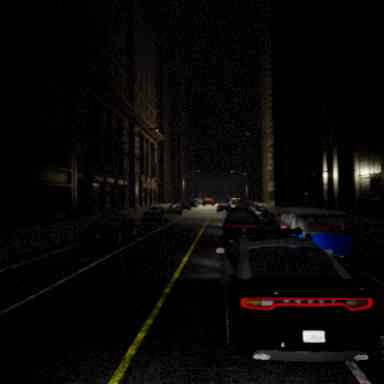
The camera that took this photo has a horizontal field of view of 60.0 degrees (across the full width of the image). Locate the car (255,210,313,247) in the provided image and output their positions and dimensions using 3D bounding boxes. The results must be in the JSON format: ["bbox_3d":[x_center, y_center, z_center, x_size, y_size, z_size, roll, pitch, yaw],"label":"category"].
[{"bbox_3d":[4.373,1.681,16.528,2.008,1.369,4.403,0,-1,5],"label":"car"}]

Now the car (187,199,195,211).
[{"bbox_3d":[-1.052,2.169,50.902,1.802,1.307,4.206,0,-1,5],"label":"car"}]

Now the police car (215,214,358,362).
[{"bbox_3d":[1.517,1.480,6.403,1.930,1.638,5.238,-1,-1,3],"label":"police car"}]

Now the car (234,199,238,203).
[{"bbox_3d":[6.928,1.948,44.534,1.887,1.381,4.507,0,-1,5],"label":"car"}]

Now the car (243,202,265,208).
[{"bbox_3d":[5.395,1.793,27.730,2.008,1.369,4.403,0,-1,5],"label":"car"}]

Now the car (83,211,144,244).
[{"bbox_3d":[-4.117,1.807,17.296,1.887,1.381,4.507,0,-1,5],"label":"car"}]

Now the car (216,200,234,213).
[{"bbox_3d":[4.130,2.028,42.918,1.895,1.301,4.718,-1,-1,6],"label":"car"}]

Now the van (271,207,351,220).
[{"bbox_3d":[3.861,1.414,10.929,1.690,1.788,3.998,0,-1,5],"label":"van"}]

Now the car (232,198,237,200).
[{"bbox_3d":[7.438,2.000,50.135,1.887,1.381,4.507,0,-1,5],"label":"car"}]

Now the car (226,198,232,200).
[{"bbox_3d":[5.167,2.084,54.680,2.033,1.411,5.357,-1,-1,5],"label":"car"}]

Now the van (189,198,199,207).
[{"bbox_3d":[0.480,2.079,67.707,1.690,1.788,3.998,0,-1,5],"label":"van"}]

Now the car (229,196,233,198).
[{"bbox_3d":[9.482,2.201,72.540,1.887,1.381,4.507,0,-1,5],"label":"car"}]

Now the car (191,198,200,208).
[{"bbox_3d":[-0.031,2.129,62.105,1.967,1.590,4.097,0,-1,5],"label":"car"}]

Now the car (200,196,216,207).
[{"bbox_3d":[3.247,1.909,66.727,2.150,2.045,5.566,-1,-1,5],"label":"car"}]

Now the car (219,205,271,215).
[{"bbox_3d":[2.408,1.634,16.289,1.882,1.535,5.008,-1,-1,5],"label":"car"}]

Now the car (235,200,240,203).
[{"bbox_3d":[6.416,1.895,38.932,1.887,1.381,4.507,0,-1,5],"label":"car"}]

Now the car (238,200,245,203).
[{"bbox_3d":[5.905,1.841,33.332,1.887,1.381,4.507,0,-1,5],"label":"car"}]

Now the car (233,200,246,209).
[{"bbox_3d":[7.949,2.072,55.737,1.947,1.339,4.313,0,-1,5],"label":"car"}]

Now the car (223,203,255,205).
[{"bbox_3d":[3.112,1.740,22.253,1.812,1.442,4.674,-1,-1,5],"label":"car"}]

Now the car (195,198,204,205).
[{"bbox_3d":[2.013,2.327,84.509,1.967,1.590,4.097,0,-1,5],"label":"car"}]

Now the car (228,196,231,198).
[{"bbox_3d":[9.992,2.146,78.143,1.967,1.590,4.097,0,-1,5],"label":"car"}]

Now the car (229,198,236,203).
[{"bbox_3d":[11.525,2.403,94.945,2.008,1.369,4.403,0,-1,5],"label":"car"}]

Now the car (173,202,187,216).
[{"bbox_3d":[-2.089,2.006,39.531,1.752,1.417,4.829,0,-1,5],"label":"car"}]

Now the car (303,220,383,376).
[{"bbox_3d":[3.350,1.456,5.326,1.967,1.590,4.097,0,-1,5],"label":"car"}]

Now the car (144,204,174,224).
[{"bbox_3d":[-3.095,1.925,28.498,2.008,1.369,4.403,0,-1,5],"label":"car"}]

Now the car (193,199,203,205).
[{"bbox_3d":[1.502,2.403,78.907,1.947,1.339,4.313,0,-1,5],"label":"car"}]
